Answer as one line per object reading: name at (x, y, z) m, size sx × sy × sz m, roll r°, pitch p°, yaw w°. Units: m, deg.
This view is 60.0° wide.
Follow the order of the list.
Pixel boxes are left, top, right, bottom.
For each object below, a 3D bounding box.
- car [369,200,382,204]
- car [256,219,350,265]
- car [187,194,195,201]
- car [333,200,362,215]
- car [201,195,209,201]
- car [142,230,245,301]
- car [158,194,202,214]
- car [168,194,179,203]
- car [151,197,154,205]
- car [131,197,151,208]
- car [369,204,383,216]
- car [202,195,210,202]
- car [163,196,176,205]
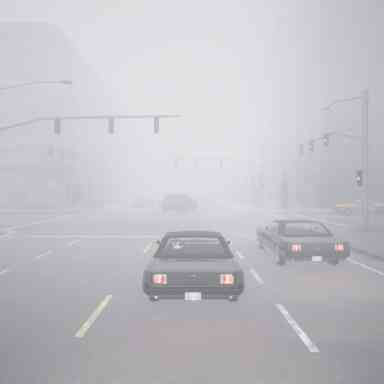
car at (19.245, 1.547, 30.761) m, size 4.902 × 1.511 × 2.128 m, roll 0°, pitch 0°, yaw 0°
car at (3.539, 1.601, 11.634) m, size 1.895 × 1.301 × 4.718 m, roll 0°, pitch 0°, yaw 0°
car at (-0.183, 1.355, 87.230) m, size 2.097 × 1.767 × 4.553 m, roll 0°, pitch 0°, yaw 1°
car at (17.179, 1.533, 34.261) m, size 5.008 × 1.535 × 1.882 m, roll 0°, pitch 0°, yaw 0°
car at (3.318, 1.552, 87.362) m, size 1.994 × 1.385 × 4.181 m, roll 0°, pitch 0°, yaw 1°
car at (0.036, 1.601, 8.246) m, size 1.895 × 1.301 × 4.718 m, roll 0°, pitch 0°, yaw 0°
car at (-1.267, 1.246, 35.567) m, size 2.150 × 2.045 × 5.566 m, roll 1°, pitch 0°, yaw 23°
car at (-3.841, 1.355, 70.054) m, size 2.097 × 1.767 × 4.553 m, roll 0°, pitch 0°, yaw 1°
car at (-7.533, 1.547, 58.398) m, size 2.033 × 1.411 × 5.357 m, roll 0°, pitch 0°, yaw 0°
car at (-7.560, 1.505, 47.830) m, size 1.837 × 1.490 × 4.892 m, roll 0°, pitch 0°, yaw 0°
car at (3.592, 1.221, 1.882) m, size 2.150 × 2.045 × 5.566 m, roll 0°, pitch 0°, yaw 0°
car at (3.227, 1.595, 77.387) m, size 1.895 × 1.301 × 4.718 m, roll 0°, pitch 0°, yaw 1°
car at (-4.001, 1.505, 60.083) m, size 1.837 × 1.490 × 4.892 m, roll 0°, pitch 0°, yaw 1°
